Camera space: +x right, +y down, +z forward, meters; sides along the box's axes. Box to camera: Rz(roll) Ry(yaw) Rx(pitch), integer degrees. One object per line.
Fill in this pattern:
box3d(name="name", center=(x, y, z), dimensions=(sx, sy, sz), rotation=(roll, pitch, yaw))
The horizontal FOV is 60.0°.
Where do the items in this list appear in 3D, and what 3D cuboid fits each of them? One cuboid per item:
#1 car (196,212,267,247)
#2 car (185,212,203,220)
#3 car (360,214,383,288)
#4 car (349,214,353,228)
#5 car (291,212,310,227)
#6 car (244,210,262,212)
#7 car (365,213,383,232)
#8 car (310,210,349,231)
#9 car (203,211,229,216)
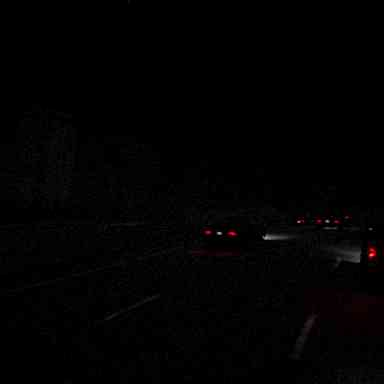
box3d(name="car", center=(2.453, 2.045, 17.805), dimensions=(2.033, 1.411, 5.357), rotation=(-1, -2, 28))
box3d(name="car", center=(0.781, 3.486, 45.124), dimensions=(2.128, 1.511, 4.902), rotation=(-1, -6, 28))
box3d(name="car", center=(6.080, 1.608, 9.639), dimensions=(2.097, 1.767, 4.553), rotation=(-1, -2, 28))
box3d(name="car", center=(17.769, 3.249, 39.546), dimensions=(2.150, 2.045, 5.566), rotation=(-1, -7, 28))
box3d(name="car", center=(12.070, 3.014, 36.200), dimensions=(1.837, 1.490, 4.892), rotation=(-1, -6, 28))
box3d(name="car", center=(7.813, 3.290, 43.430), dimensions=(2.150, 2.045, 5.566), rotation=(-1, -7, 28))
box3d(name="car", center=(15.378, 2.484, 27.423), dimensions=(1.994, 1.385, 4.181), rotation=(-1, -4, 28))
box3d(name="car", center=(11.415, 2.417, 27.401), dimensions=(2.033, 1.411, 5.357), rotation=(-1, -4, 28))
box3d(name="car", center=(3.672, 3.246, 43.119), dimensions=(2.097, 1.767, 4.553), rotation=(-1, -6, 28))
